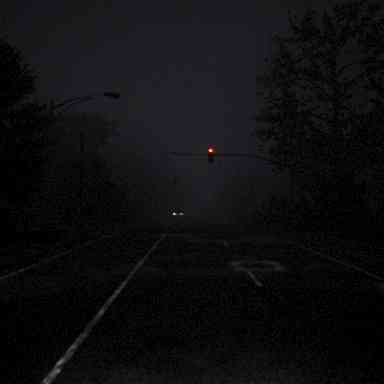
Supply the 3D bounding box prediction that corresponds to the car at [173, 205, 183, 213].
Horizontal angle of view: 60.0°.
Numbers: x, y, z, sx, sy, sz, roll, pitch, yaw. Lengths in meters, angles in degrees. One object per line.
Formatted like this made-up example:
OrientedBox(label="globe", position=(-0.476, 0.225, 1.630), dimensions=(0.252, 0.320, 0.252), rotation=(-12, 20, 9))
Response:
OrientedBox(label="car", position=(-3.466, 4.206, 82.088), dimensions=(2.150, 2.045, 5.566), rotation=(0, -1, 1))
